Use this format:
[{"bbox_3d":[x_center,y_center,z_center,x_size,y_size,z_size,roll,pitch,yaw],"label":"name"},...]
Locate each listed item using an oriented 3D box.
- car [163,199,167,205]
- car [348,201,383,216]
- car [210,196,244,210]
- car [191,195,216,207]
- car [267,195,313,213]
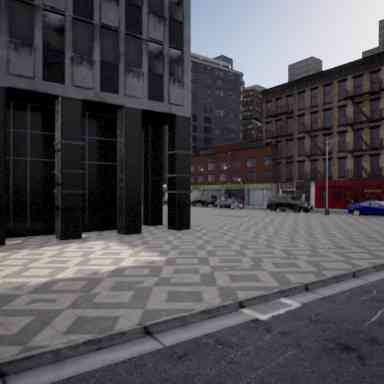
[{"bbox_3d":[-4.084,1.830,65.023,1.837,1.490,4.892,0,0,-36],"label":"car"},{"bbox_3d":[17.134,1.566,30.807,1.882,1.535,5.008,0,-1,-37],"label":"car"},{"bbox_3d":[5.249,1.715,47.060,2.128,1.511,4.902,0,0,-36],"label":"car"},{"bbox_3d":[2.135,1.508,56.624,2.150,2.045,5.566,0,0,-36],"label":"car"},{"bbox_3d":[11.284,1.380,38.806,2.150,2.045,5.566,0,0,-36],"label":"car"}]
